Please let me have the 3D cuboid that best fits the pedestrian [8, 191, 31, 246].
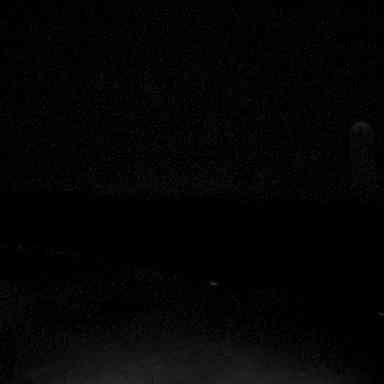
[{"bbox_3d":[-5.605,0.789,10.787,0.375,1.860,0.375,0,1,28],"label":"pedestrian"}]
